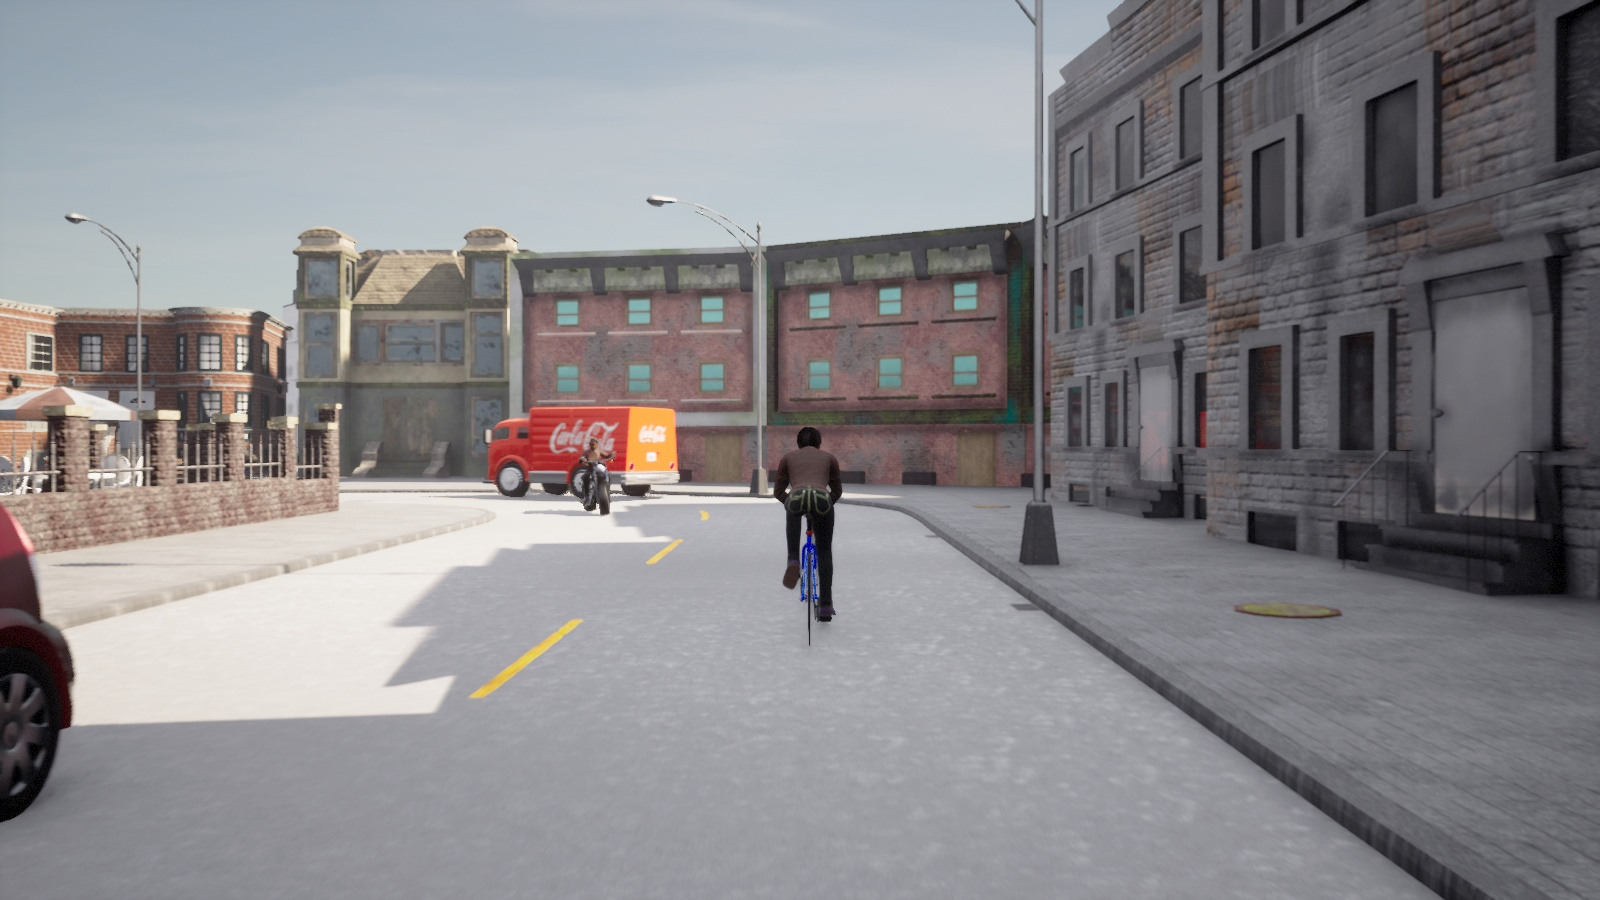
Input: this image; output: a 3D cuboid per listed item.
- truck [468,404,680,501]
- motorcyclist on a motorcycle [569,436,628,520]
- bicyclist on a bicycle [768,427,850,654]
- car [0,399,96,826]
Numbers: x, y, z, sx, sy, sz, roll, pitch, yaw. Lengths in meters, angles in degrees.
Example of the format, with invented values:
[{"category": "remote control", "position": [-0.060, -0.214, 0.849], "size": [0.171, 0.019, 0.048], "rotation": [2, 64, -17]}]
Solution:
[{"category": "truck", "position": [-6.203, 0.062, 34.365], "size": [5.204, 2.467, 2.627], "rotation": [0, 0, 29]}, {"category": "motorcyclist on a motorcycle", "position": [-4.242, 0.547, 26.284], "size": [0.766, 1.649, 2.350], "rotation": [-2, 1, -20]}, {"category": "bicyclist on a bicycle", "position": [0.071, 0.644, 9.772], "size": [0.582, 1.620, 1.656], "rotation": [0, 0, 0]}, {"category": "car", "position": [-3.965, 0.622, 3.407], "size": [1.851, 1.617, 3.988], "rotation": [0, 0, 0]}]
